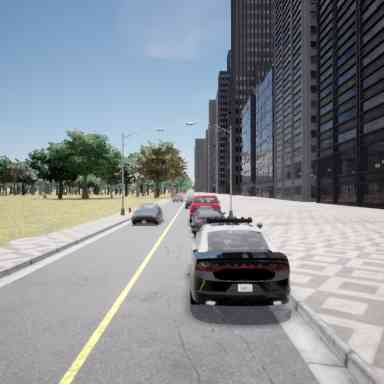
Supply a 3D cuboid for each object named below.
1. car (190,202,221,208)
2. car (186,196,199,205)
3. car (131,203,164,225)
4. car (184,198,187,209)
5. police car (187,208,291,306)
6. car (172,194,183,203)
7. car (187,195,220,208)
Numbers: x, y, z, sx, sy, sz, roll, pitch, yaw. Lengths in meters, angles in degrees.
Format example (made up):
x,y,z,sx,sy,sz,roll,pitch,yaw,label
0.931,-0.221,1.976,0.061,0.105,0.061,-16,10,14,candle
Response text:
x,y,z,sx,sy,sz,roll,pitch,yaw,label
0.912,1.521,18.127,1.812,1.442,4.674,0,0,0,car
0.033,1.422,58.034,2.128,1.511,4.902,0,0,0,car
-3.083,1.537,24.035,2.033,1.411,5.357,0,0,0,car
0.050,1.461,44.995,1.837,1.490,4.892,0,0,1,car
0.906,1.425,8.236,1.930,1.638,5.238,0,0,0,police car
-2.961,1.253,68.992,2.097,1.767,4.553,0,0,0,car
0.913,1.214,24.157,2.150,2.045,5.566,0,0,0,car
